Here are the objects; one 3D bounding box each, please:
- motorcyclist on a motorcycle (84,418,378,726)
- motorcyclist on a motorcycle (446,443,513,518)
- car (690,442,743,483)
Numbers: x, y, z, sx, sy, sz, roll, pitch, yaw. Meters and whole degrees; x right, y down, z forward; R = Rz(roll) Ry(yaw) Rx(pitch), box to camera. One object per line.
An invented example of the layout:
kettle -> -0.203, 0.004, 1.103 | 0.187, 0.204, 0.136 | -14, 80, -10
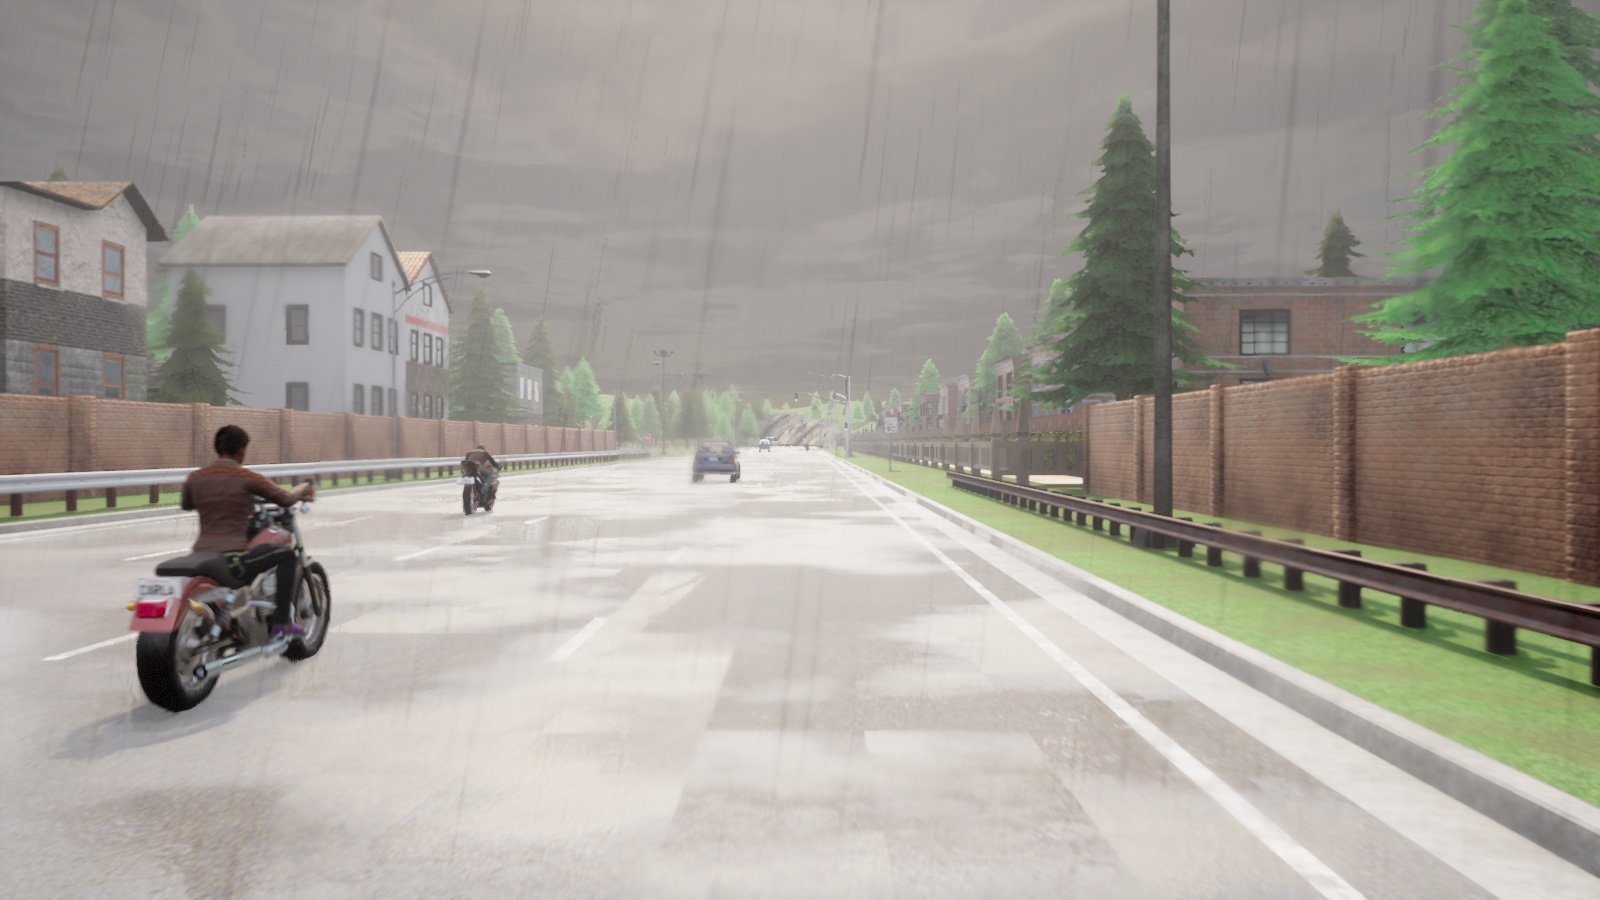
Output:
motorcyclist on a motorcycle -> -3.440, 0.649, 7.893 | 0.766, 1.649, 2.350 | 0, 0, 0
motorcyclist on a motorcycle -> -6.832, 0.624, 26.863 | 0.866, 1.530, 2.191 | 0, 0, 0
car -> -3.207, 0.447, 48.808 | 1.789, 1.549, 3.705 | 0, 0, 0
